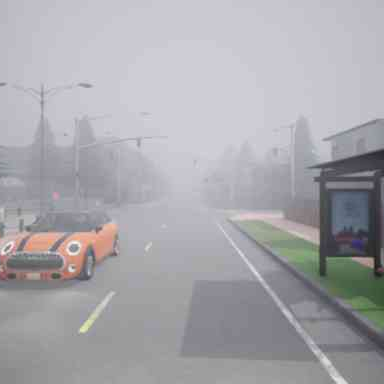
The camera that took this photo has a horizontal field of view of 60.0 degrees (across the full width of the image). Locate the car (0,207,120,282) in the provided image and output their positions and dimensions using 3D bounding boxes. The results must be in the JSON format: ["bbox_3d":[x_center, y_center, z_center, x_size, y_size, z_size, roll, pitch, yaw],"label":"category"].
[{"bbox_3d":[-3.577,1.315,9.773,2.097,1.767,4.553,0,0,0],"label":"car"}]
